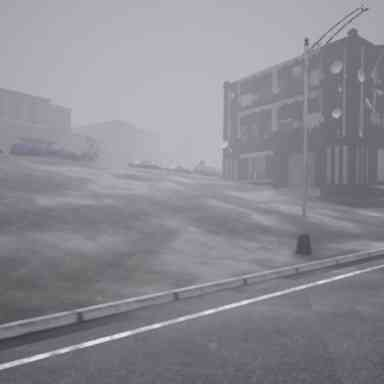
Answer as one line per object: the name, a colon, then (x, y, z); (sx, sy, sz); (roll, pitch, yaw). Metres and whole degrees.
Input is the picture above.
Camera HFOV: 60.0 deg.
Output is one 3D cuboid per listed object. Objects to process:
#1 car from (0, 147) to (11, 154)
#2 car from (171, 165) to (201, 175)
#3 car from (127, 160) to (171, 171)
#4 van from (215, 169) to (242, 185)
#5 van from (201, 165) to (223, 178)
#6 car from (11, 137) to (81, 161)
car: (-16.219, -3.353, 24.242); (2.185, 1.767, 4.553); (0, -1, 45)
car: (-1.451, -2.470, 40.786); (2.002, 1.452, 4.674); (0, -2, 40)
car: (-5.013, -2.682, 36.544); (2.002, 1.452, 4.674); (0, -2, 41)
van: (5.521, -2.241, 49.563); (1.878, 1.987, 4.442); (0, -2, 38)
van: (2.136, -2.496, 45.187); (1.878, 1.987, 4.442); (0, -2, 39)
car: (-12.345, -3.330, 28.302); (2.435, 2.045, 5.566); (0, -1, 44)
